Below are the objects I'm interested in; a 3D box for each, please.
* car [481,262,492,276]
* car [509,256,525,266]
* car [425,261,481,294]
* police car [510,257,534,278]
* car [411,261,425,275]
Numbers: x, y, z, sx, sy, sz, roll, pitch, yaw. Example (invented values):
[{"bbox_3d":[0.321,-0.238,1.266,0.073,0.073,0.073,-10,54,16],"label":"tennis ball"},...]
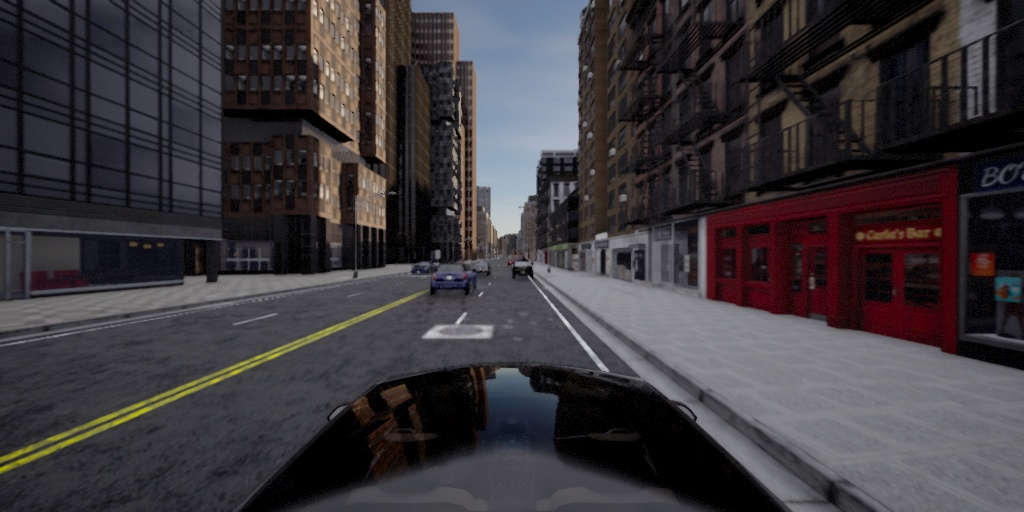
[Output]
[{"bbox_3d":[-3.153,1.318,38.326,2.033,1.411,5.357,0,0,0],"label":"car"},{"bbox_3d":[0.982,1.007,49.606,2.150,2.045,5.566,0,0,0],"label":"car"},{"bbox_3d":[-3.165,1.109,20.289,2.097,1.767,4.553,0,0,0],"label":"car"},{"bbox_3d":[0.979,1.192,33.686,1.930,1.638,5.238,0,0,0],"label":"police car"},{"bbox_3d":[-9.836,1.320,40.378,2.033,1.411,5.357,0,0,0],"label":"car"}]
